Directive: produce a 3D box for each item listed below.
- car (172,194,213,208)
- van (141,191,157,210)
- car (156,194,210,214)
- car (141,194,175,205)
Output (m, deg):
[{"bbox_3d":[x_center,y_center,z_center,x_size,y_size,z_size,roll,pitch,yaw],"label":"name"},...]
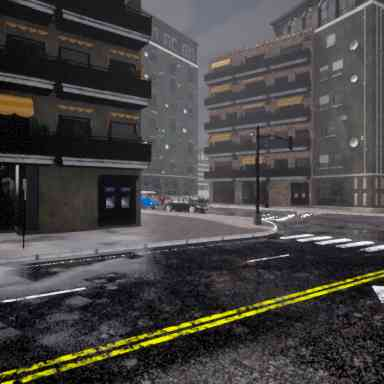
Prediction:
[{"bbox_3d":[0.013,1.042,39.301,4.403,1.369,2.008,1,0,37],"label":"car"},{"bbox_3d":[-5.024,0.818,32.609,3.998,1.788,1.690,1,0,37],"label":"van"},{"bbox_3d":[-0.604,1.138,29.301,4.403,1.369,2.008,1,0,37],"label":"car"},{"bbox_3d":[-4.414,0.962,42.608,4.206,1.307,1.802,1,0,37],"label":"car"}]
